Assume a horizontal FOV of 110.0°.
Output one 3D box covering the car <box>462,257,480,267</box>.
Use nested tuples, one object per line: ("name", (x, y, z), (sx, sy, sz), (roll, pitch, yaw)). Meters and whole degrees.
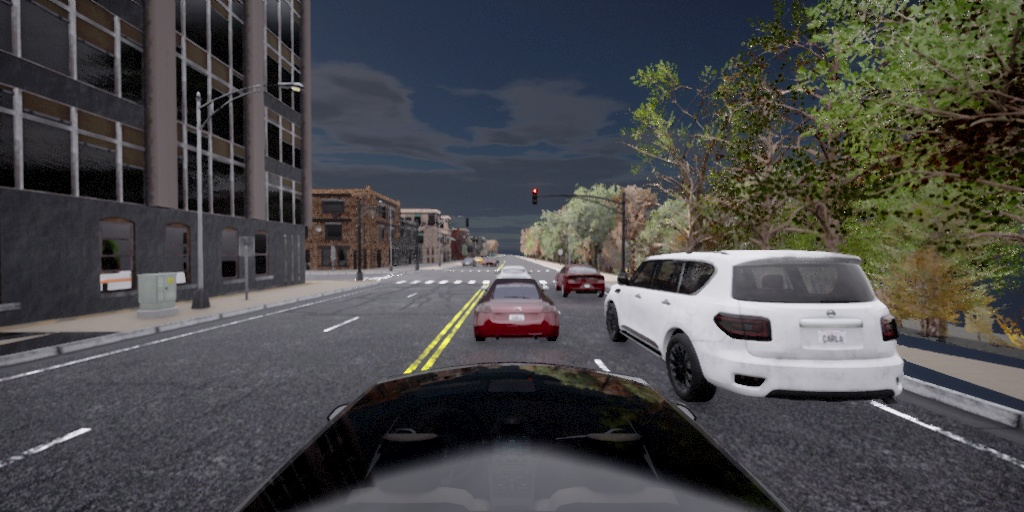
("car", (-6.737, 0.989, 56.498), (2.128, 1.511, 4.902), (0, 0, 0))

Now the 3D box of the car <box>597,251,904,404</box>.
("car", (3.345, 0.947, 6.445), (2.150, 2.045, 5.566), (0, 0, 0))

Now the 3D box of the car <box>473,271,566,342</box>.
("car", (0.084, 1.277, 9.679), (1.994, 1.385, 4.181), (0, 0, 0))

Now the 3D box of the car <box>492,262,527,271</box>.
("car", (0.061, 1.198, 18.422), (1.812, 1.442, 4.674), (0, 0, -2))

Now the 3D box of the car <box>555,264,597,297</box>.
("car", (3.317, 1.151, 18.197), (1.882, 1.535, 5.008), (0, 0, 1))

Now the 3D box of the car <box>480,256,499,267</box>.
("car", (-3.486, 0.849, 56.658), (2.097, 1.767, 4.553), (0, 0, 0))
